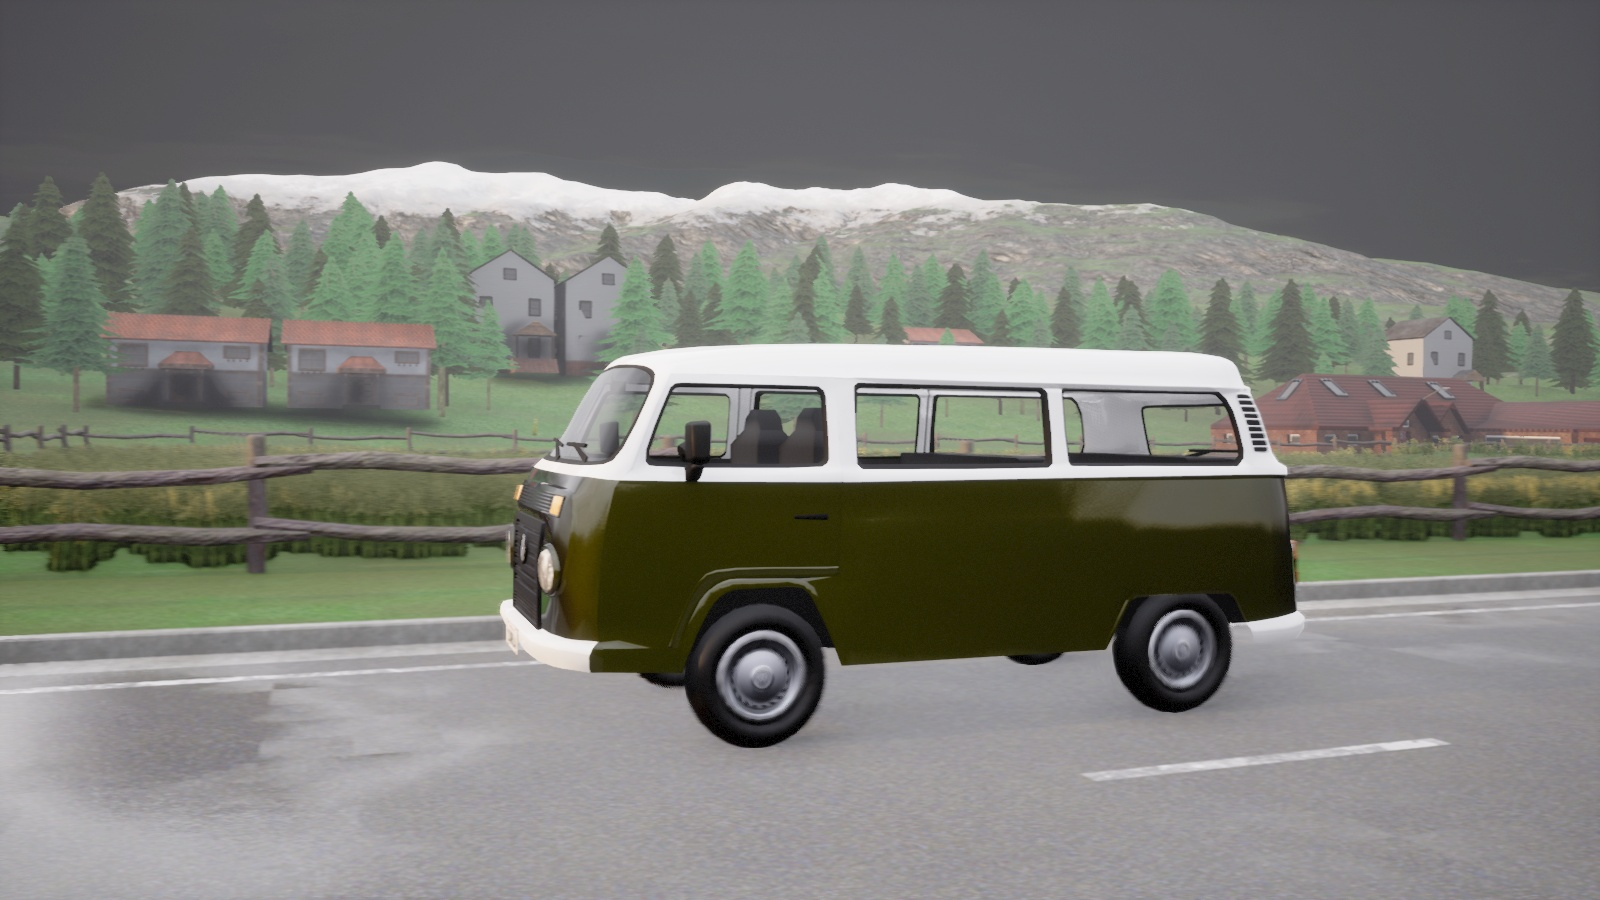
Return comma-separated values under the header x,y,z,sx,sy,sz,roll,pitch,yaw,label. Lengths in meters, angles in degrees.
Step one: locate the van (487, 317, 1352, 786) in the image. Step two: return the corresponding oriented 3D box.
x,y,z,sx,sy,sz,roll,pitch,yaw,label
0.635,0.397,7.221,4.480,2.038,2.069,-1,1,-21,van
